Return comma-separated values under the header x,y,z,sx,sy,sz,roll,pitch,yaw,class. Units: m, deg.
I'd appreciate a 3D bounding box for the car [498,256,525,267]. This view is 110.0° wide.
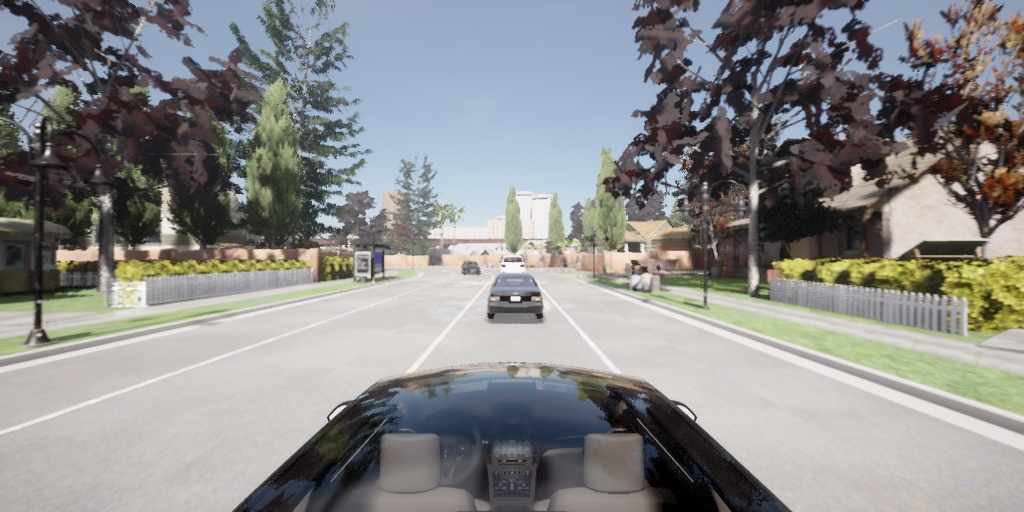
x,y,z,sx,sy,sz,roll,pitch,yaw,class
-0.033,0.992,32.566,2.150,2.045,5.566,0,0,-3,car

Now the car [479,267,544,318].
x,y,z,sx,sy,sz,roll,pitch,yaw,class
0.104,1.305,13.052,2.033,1.411,5.357,0,0,0,car

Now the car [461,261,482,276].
x,y,z,sx,sy,sz,roll,pitch,yaw,class
-4.417,1.279,38.648,1.837,1.490,4.892,1,0,-11,car
